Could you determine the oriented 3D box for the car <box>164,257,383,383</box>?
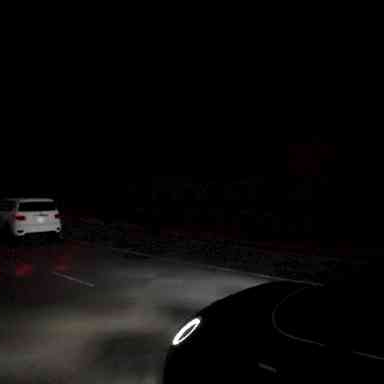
[{"bbox_3d":[1.922,1.364,2.780,4.553,1.767,2.097,0,0,36],"label":"car"}]

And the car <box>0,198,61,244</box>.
[{"bbox_3d":[-8.493,1.293,16.636,2.150,2.045,5.566,0,0,-43],"label":"car"}]
